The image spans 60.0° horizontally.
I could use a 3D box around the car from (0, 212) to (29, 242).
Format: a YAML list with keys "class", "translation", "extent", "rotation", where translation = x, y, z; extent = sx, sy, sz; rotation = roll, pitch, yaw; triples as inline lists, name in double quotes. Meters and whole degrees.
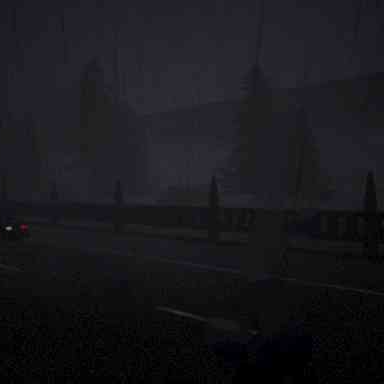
- class: "car"
  translation: [-9.561, 1.545, 15.107]
  extent: [5.357, 1.411, 2.033]
  rotation: [0, 0, 35]
